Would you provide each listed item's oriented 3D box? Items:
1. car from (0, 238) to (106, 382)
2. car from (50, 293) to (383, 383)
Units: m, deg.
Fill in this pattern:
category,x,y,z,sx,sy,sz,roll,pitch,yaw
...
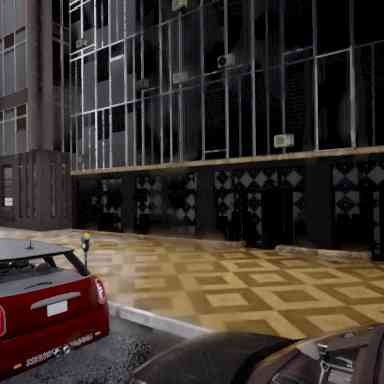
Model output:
category,x,y,z,sx,sy,sz,roll,pitch,yaw
car,-3.220,1.442,5.175,4.097,1.590,1.967,0,-1,35
car,1.387,1.551,1.899,4.403,1.369,2.008,0,-1,35
